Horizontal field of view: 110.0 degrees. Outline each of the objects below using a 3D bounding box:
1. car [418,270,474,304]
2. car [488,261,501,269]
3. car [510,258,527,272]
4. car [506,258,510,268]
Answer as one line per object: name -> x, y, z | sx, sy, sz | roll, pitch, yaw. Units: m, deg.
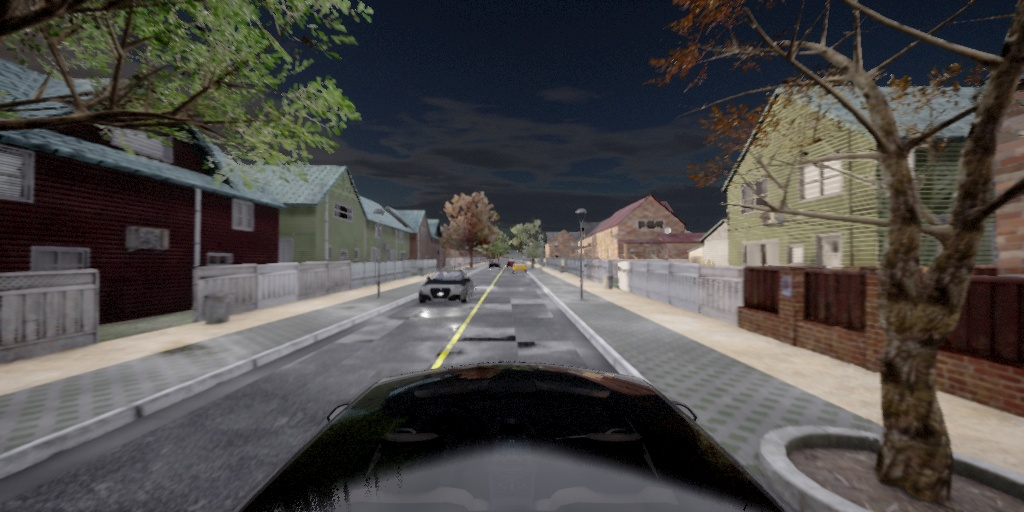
car -> -2.849, 1.320, 16.246 | 1.994, 1.385, 4.181 | 0, 0, 0
car -> -2.792, 1.393, 58.500 | 1.895, 1.301, 4.718 | 0, 0, 1
car -> 0.961, 1.233, 45.291 | 1.801, 1.575, 5.366 | 0, 0, 0
car -> -0.001, 1.276, 63.952 | 1.882, 1.535, 5.008 | 0, 0, 0
